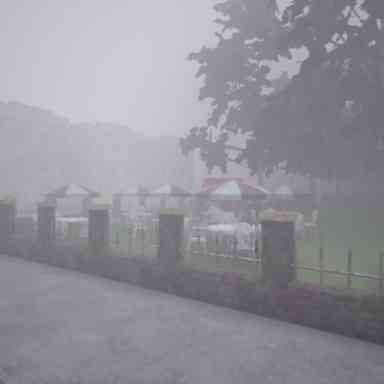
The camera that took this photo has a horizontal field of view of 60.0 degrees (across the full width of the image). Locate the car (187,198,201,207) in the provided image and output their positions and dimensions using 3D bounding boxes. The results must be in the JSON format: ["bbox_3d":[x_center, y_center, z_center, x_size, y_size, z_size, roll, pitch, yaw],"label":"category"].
[{"bbox_3d":[1.376,1.312,39.994,2.128,1.511,4.902,1,0,36],"label":"car"}]
